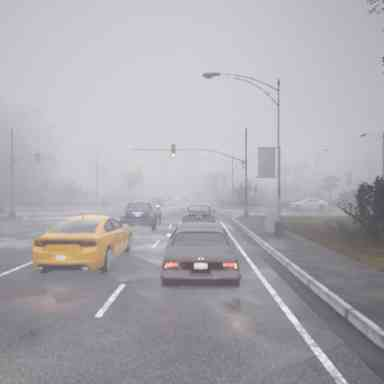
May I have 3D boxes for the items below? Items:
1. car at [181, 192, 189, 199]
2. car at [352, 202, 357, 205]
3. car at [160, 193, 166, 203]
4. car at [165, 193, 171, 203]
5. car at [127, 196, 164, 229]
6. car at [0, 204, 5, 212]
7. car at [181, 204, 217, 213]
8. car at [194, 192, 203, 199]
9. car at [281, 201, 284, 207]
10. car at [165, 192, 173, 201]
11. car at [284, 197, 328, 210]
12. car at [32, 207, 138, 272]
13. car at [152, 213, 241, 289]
[{"bbox_3d":[-1.828,1.136,87.042,1.837,1.490,4.892,0,1,1],"label":"car"},{"bbox_3d":[23.803,1.543,44.236,4.718,1.301,1.895,0,0,-2],"label":"car"},{"bbox_3d":[-6.042,1.409,55.850,2.128,1.511,4.902,0,0,1],"label":"car"},{"bbox_3d":[-5.788,1.395,65.700,1.837,1.490,4.892,0,0,2],"label":"car"},{"bbox_3d":[-3.141,1.343,21.172,2.097,1.767,4.553,0,0,-1],"label":"car"},{"bbox_3d":[-22.400,1.487,35.349,4.674,1.442,1.812,0,0,-2],"label":"car"},{"bbox_3d":[0.414,1.501,20.017,1.837,1.490,4.892,0,1,1],"label":"car"},{"bbox_3d":[1.674,0.869,87.007,2.150,2.045,5.566,0,1,1],"label":"car"},{"bbox_3d":[14.261,1.421,43.889,5.008,1.535,1.882,0,0,-2],"label":"car"},{"bbox_3d":[-5.532,1.032,76.472,2.150,2.045,5.566,0,0,1],"label":"car"},{"bbox_3d":[14.116,1.476,40.380,4.674,1.442,1.812,0,0,-2],"label":"car"},{"bbox_3d":[-3.254,1.485,10.817,1.882,1.535,5.008,0,0,1],"label":"car"},{"bbox_3d":[0.213,1.556,9.307,2.033,1.411,5.357,0,0,1],"label":"car"}]
